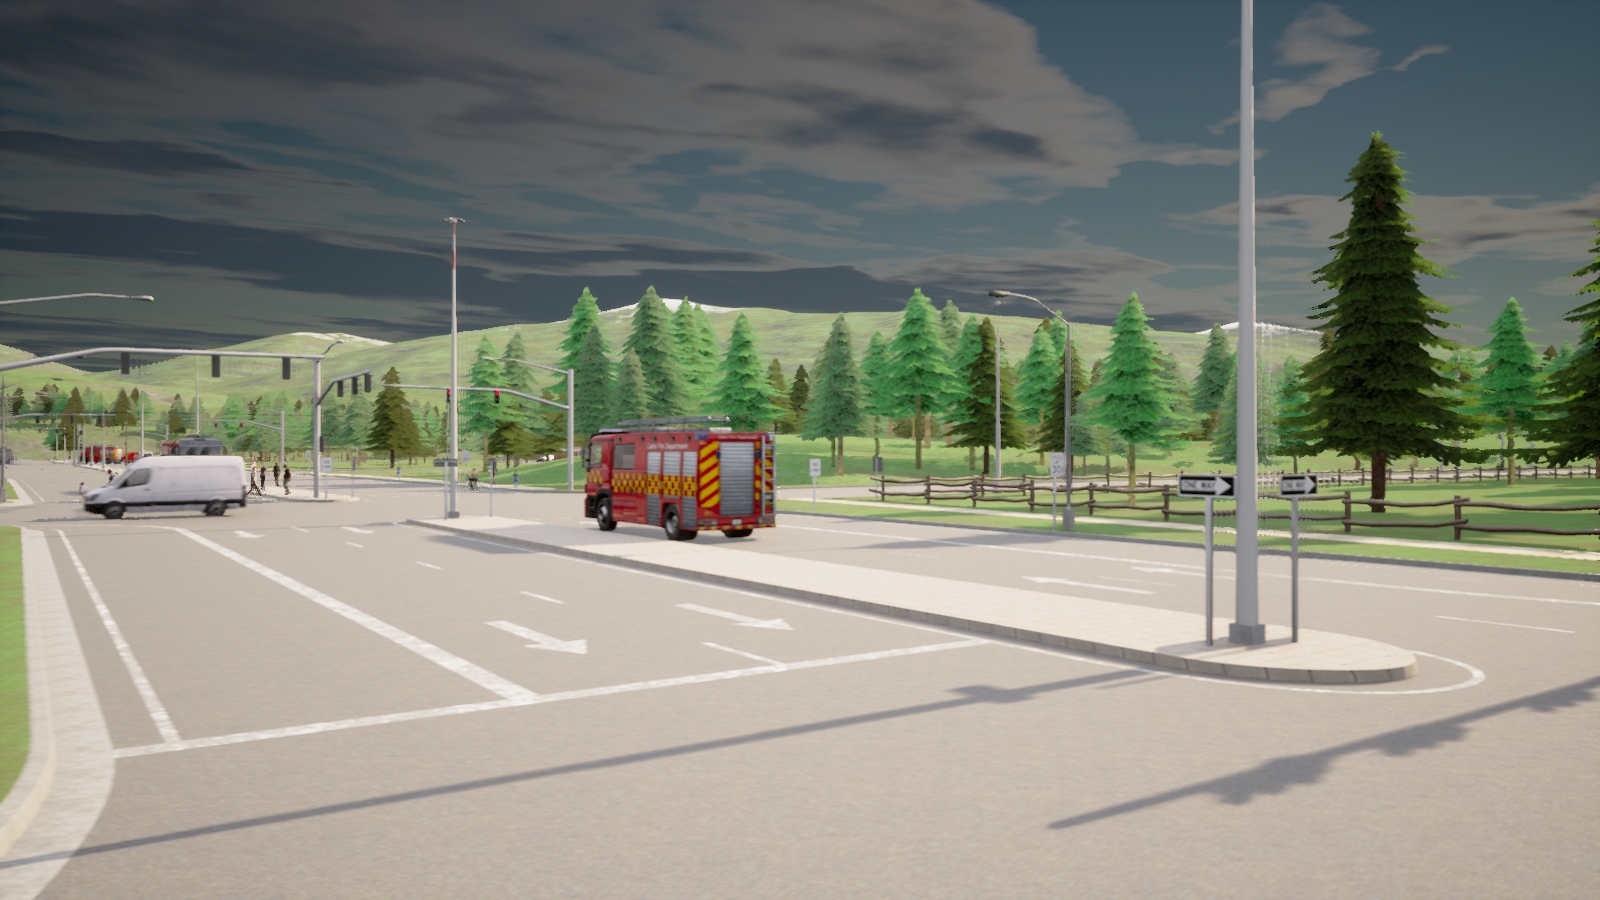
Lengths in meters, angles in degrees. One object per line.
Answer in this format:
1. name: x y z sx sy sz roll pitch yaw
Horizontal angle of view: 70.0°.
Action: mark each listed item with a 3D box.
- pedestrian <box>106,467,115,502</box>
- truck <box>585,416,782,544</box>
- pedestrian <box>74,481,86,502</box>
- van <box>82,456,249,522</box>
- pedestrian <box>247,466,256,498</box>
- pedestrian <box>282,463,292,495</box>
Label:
1. pedestrian: -36.753 1.850 60.907 0.375 1.860 0.375 0 0 -23
2. truck: -4.139 0.888 38.331 2.891 3.827 8.468 0 0 -34
3. pedestrian: -38.378 2.228 60.907 0.500 1.100 0.500 0 0 -38
4. van: -26.289 1.534 47.461 5.915 2.561 1.988 0 0 -35
5. pedestrian: -31.725 1.848 66.118 0.375 1.860 0.375 0 0 -40
6. pedestrian: -30.014 1.695 66.857 0.375 1.860 0.375 0 0 42
